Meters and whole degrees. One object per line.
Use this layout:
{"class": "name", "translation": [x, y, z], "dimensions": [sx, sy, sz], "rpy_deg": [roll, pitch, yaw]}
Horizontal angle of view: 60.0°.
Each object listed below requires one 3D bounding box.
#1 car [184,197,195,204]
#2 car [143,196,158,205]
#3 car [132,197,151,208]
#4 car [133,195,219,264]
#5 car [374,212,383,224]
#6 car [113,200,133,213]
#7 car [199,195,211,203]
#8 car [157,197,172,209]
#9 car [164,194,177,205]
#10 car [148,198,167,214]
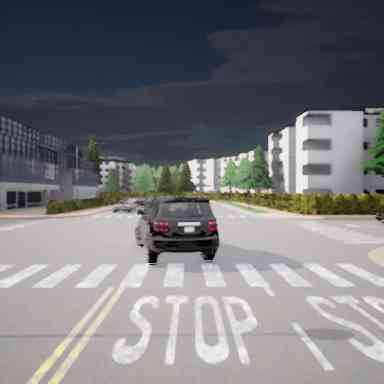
{"class": "car", "translation": [-0.538, 1.605, 65.677], "dimensions": [1.895, 1.301, 4.718], "rpy_deg": [0, 0, -3]}
{"class": "car", "translation": [-7.512, 1.491, 60.975], "dimensions": [2.128, 1.511, 4.902], "rpy_deg": [0, 0, 0]}
{"class": "car", "translation": [-7.415, 1.551, 49.531], "dimensions": [2.033, 1.411, 5.357], "rpy_deg": [0, 0, 0]}
{"class": "car", "translation": [-0.738, 1.215, 12.158], "dimensions": [2.150, 2.045, 5.566], "rpy_deg": [0, -1, -14]}
{"class": "car", "translation": [14.842, 1.586, 22.074], "dimensions": [4.718, 1.301, 1.895], "rpy_deg": [0, 0, -1]}
{"class": "car", "translation": [-7.337, 1.603, 36.784], "dimensions": [1.895, 1.301, 4.718], "rpy_deg": [0, 0, 1]}
{"class": "car", "translation": [2.669, 1.482, 68.727], "dimensions": [1.882, 1.535, 5.008], "rpy_deg": [0, 0, -5]}
{"class": "car", "translation": [-3.899, 1.506, 47.562], "dimensions": [1.837, 1.490, 4.892], "rpy_deg": [0, 0, 0]}
{"class": "car", "translation": [-3.976, 1.356, 61.741], "dimensions": [2.097, 1.767, 4.553], "rpy_deg": [0, 0, 0]}
{"class": "car", "translation": [-3.751, 1.507, 36.798], "dimensions": [1.837, 1.490, 4.892], "rpy_deg": [0, 0, -2]}
